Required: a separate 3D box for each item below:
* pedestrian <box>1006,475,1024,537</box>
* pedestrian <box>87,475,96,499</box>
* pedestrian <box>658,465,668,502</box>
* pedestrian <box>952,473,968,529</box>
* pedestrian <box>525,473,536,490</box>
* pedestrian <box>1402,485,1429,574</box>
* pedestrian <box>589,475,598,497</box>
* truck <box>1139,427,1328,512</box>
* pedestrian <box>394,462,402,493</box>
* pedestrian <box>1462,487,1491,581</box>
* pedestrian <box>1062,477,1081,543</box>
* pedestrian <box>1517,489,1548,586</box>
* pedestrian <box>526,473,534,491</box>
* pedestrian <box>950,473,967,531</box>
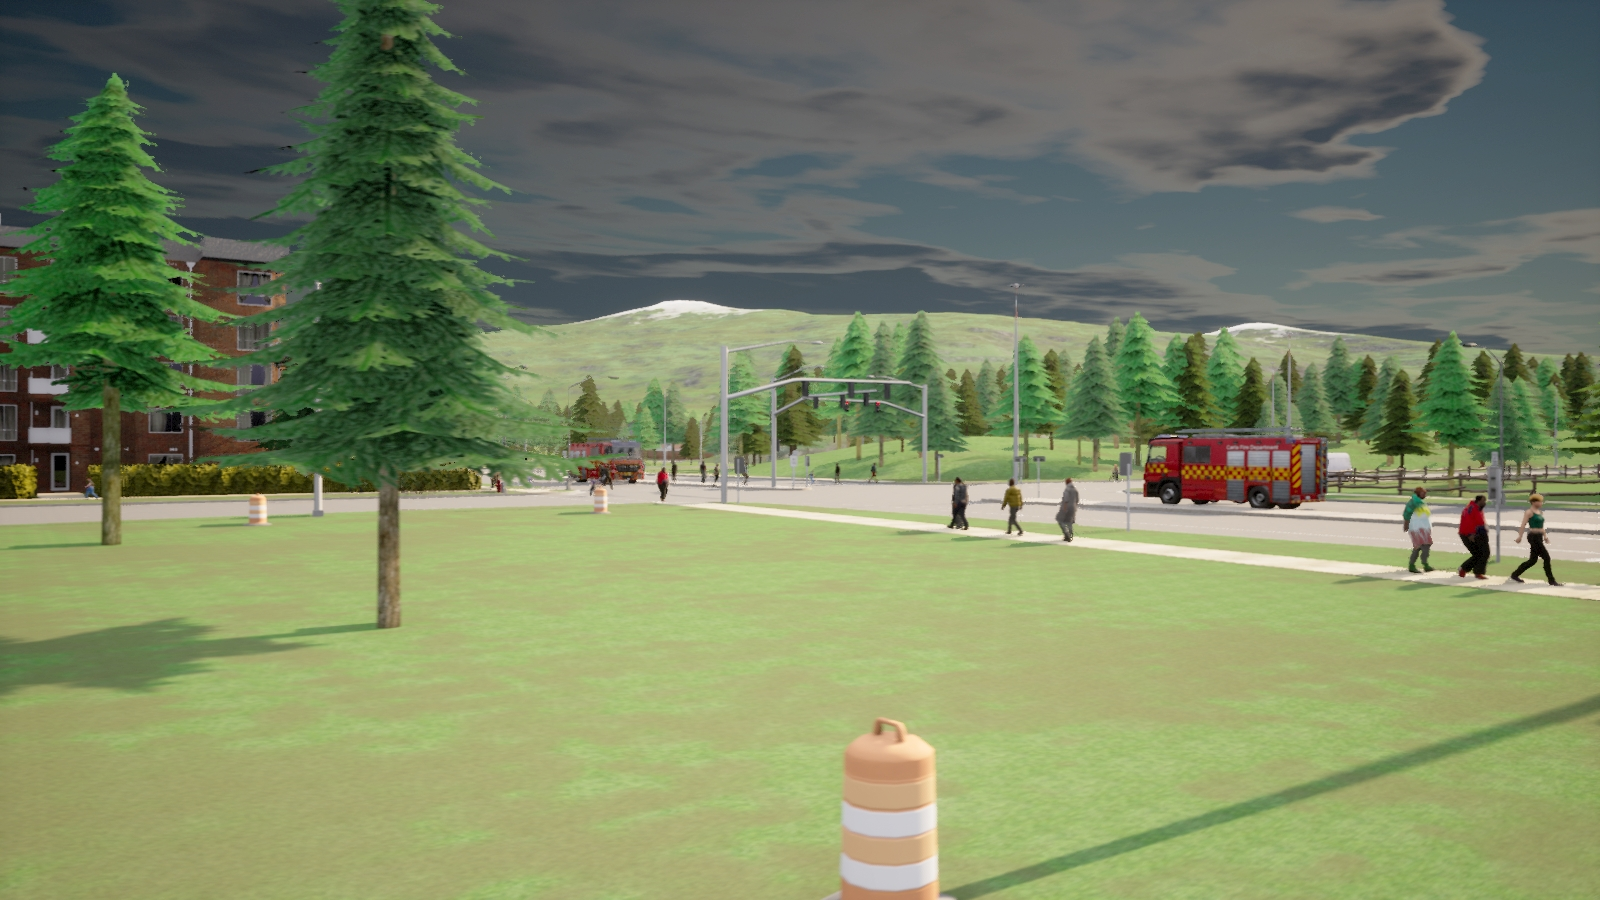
[{"bbox_3d":[6.531,1.693,34.740,0.375,1.860,0.375,0,0,-28],"label":"pedestrian"},{"bbox_3d":[-38.103,1.976,61.455,0.375,1.300,0.375,0,0,-36],"label":"pedestrian"},{"bbox_3d":[-6.890,1.693,57.581,0.375,1.860,0.375,0,0,-40],"label":"pedestrian"},{"bbox_3d":[5.324,1.693,38.026,0.375,1.860,0.375,0,0,-29],"label":"pedestrian"},{"bbox_3d":[-17.660,2.071,74.822,0.500,1.100,0.500,0,0,35],"label":"pedestrian"},{"bbox_3d":[13.146,1.694,24.406,0.375,1.860,0.375,0,0,-29],"label":"pedestrian"},{"bbox_3d":[-12.309,2.125,68.048,0.375,1.300,0.375,0,0,-40],"label":"pedestrian"},{"bbox_3d":[20.985,0.885,55.892,2.891,3.827,8.468,0,0,-34],"label":"truck"},{"bbox_3d":[-24.821,1.694,70.609,0.375,1.860,0.375,0,0,-34],"label":"pedestrian"},{"bbox_3d":[13.744,1.693,23.216,0.375,1.860,0.375,0,0,-27],"label":"pedestrian"},{"bbox_3d":[7.727,1.693,32.543,0.375,1.860,0.375,0,0,-29],"label":"pedestrian"},{"bbox_3d":[14.285,1.693,22.280,0.375,1.860,0.375,0,0,-30],"label":"pedestrian"},{"bbox_3d":[-17.549,2.073,74.224,0.500,1.100,0.500,0,0,-8],"label":"pedestrian"},{"bbox_3d":[5.158,1.693,37.200,0.375,1.860,0.375,0,0,-31],"label":"pedestrian"}]
